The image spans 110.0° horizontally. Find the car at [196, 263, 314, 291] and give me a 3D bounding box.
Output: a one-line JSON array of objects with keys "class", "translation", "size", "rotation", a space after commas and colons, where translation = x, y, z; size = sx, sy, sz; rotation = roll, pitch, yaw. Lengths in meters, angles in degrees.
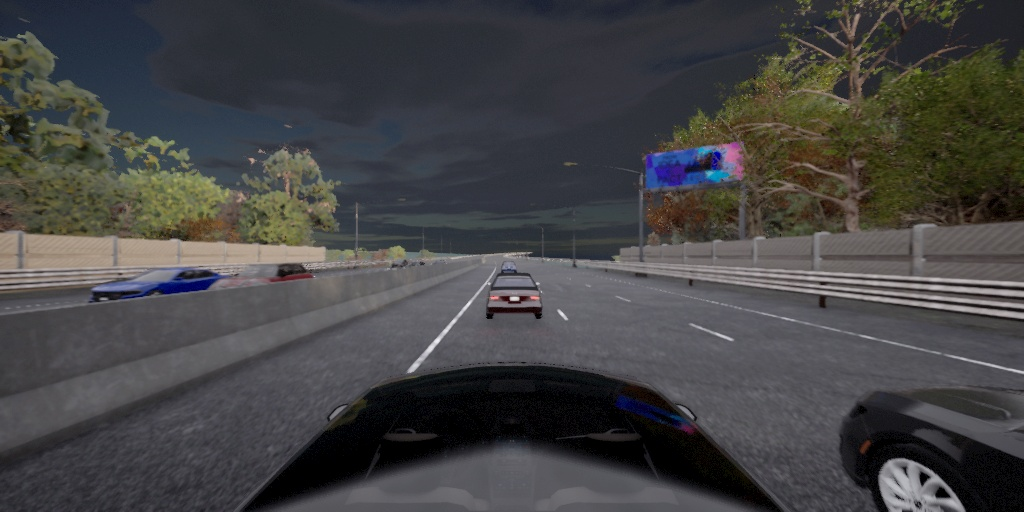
[{"class": "car", "translation": [-10.665, 1.107, 15.662], "size": [2.097, 1.767, 4.553], "rotation": [0, 0, 0]}]

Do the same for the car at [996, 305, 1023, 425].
[{"class": "car", "translation": [7.092, 1.312, 2.426], "size": [1.994, 1.385, 4.181], "rotation": [0, 0, 0]}]

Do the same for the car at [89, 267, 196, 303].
[{"class": "car", "translation": [-14.158, 1.234, 14.924], "size": [1.882, 1.535, 5.008], "rotation": [0, 0, 0]}]

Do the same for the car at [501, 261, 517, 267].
[{"class": "car", "translation": [-0.368, 1.293, 42.044], "size": [2.033, 1.411, 5.357], "rotation": [0, 0, -1]}]

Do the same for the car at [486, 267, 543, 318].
[{"class": "car", "translation": [0.058, 1.299, 13.015], "size": [2.033, 1.411, 5.357], "rotation": [0, 0, 0]}]

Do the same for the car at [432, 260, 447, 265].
[{"class": "car", "translation": [-11.428, 1.340, 56.827], "size": [1.895, 1.301, 4.718], "rotation": [0, 0, -1]}]

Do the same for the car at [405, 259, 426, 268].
[{"class": "car", "translation": [-14.918, 1.303, 56.445], "size": [1.994, 1.385, 4.181], "rotation": [0, 0, -1]}]

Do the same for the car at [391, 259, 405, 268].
[{"class": "car", "translation": [-18.493, 1.242, 59.372], "size": [1.837, 1.490, 4.892], "rotation": [0, 0, -1]}]

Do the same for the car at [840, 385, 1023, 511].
[{"class": "car", "translation": [3.595, 1.253, 0.894], "size": [1.837, 1.490, 4.892], "rotation": [0, 0, 0]}]
